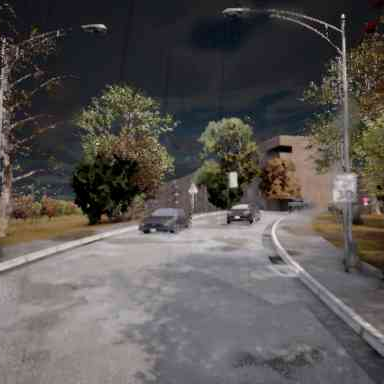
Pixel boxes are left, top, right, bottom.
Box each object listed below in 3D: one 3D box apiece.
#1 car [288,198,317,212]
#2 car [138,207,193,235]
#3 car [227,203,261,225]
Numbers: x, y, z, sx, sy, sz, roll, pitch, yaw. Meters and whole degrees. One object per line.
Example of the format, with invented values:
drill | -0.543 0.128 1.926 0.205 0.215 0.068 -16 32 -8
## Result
car | 12.845 1.520 38.647 2.128 1.511 4.902 -4 -5 41
car | -1.348 1.595 19.645 2.033 1.411 5.357 -1 0 14
car | 3.765 1.482 23.928 1.812 1.442 4.674 -2 0 20
